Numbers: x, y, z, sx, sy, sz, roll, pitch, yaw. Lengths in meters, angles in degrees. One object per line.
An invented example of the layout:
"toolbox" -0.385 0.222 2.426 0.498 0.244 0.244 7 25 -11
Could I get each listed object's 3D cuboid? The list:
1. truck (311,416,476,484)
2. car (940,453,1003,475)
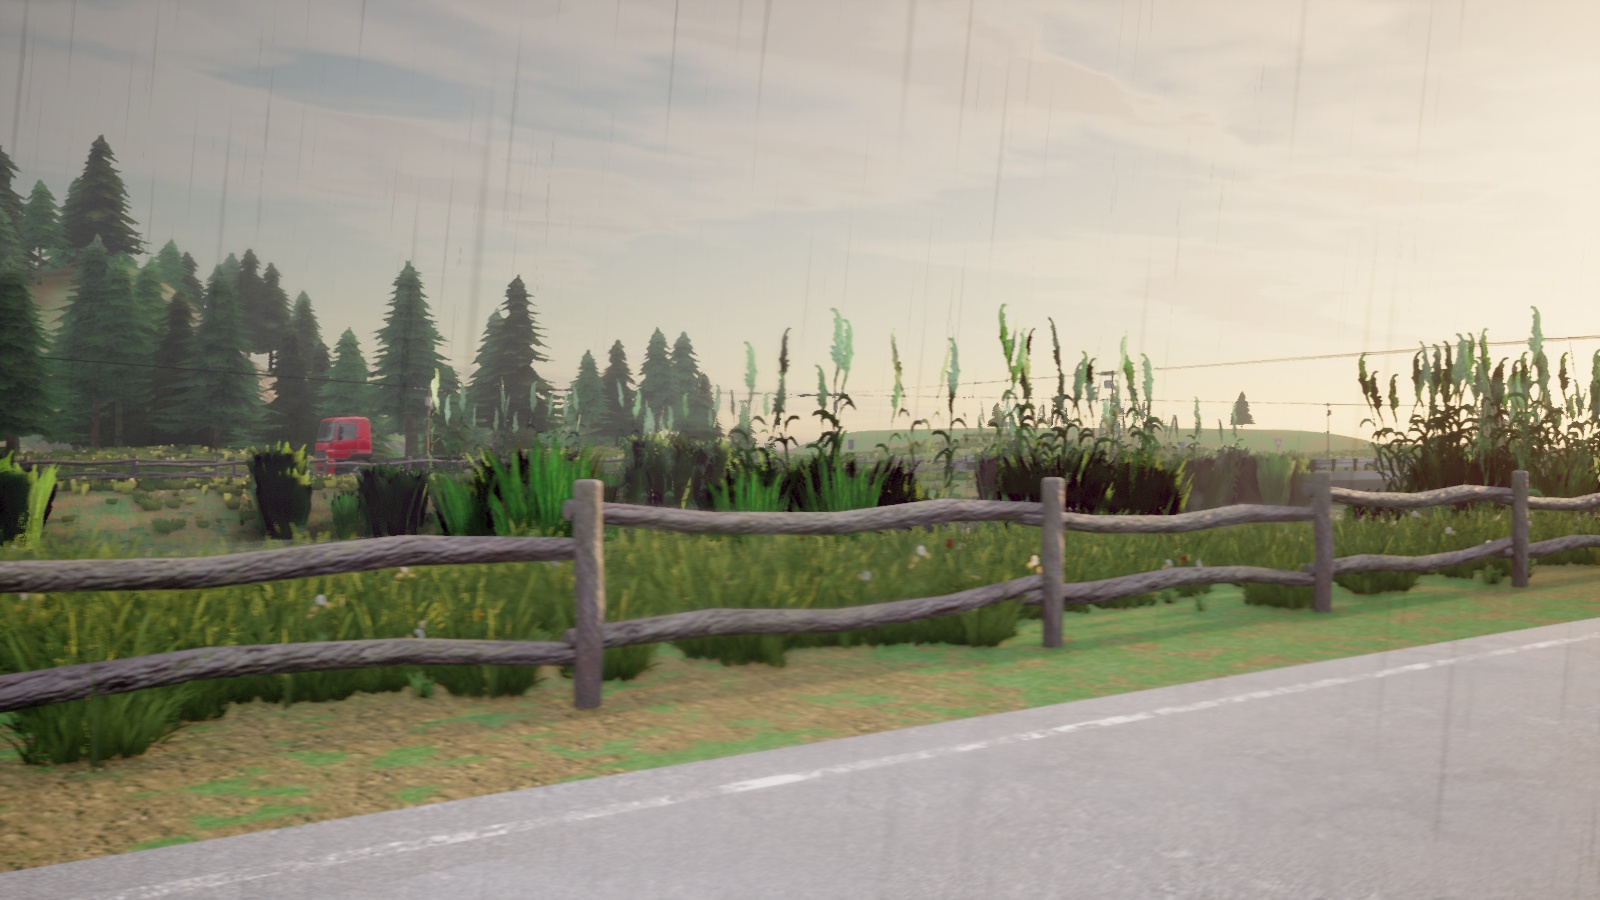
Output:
"truck" -21.797 0.009 67.530 7.936 3.462 2.891 0 0 -35
"car" 12.201 0.986 89.309 4.193 1.474 1.816 0 0 -31
